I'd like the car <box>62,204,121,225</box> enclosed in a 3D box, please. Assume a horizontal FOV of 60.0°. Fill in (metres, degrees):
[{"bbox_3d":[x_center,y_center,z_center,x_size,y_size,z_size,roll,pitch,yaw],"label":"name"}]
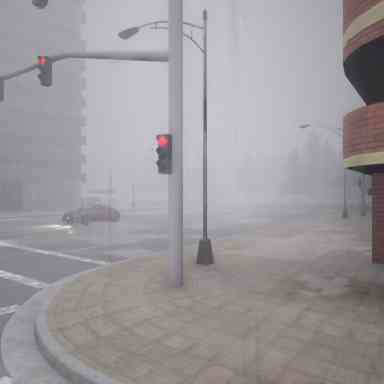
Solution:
[{"bbox_3d":[-7.214,1.564,24.121,1.994,1.385,4.181,0,0,36],"label":"car"}]
